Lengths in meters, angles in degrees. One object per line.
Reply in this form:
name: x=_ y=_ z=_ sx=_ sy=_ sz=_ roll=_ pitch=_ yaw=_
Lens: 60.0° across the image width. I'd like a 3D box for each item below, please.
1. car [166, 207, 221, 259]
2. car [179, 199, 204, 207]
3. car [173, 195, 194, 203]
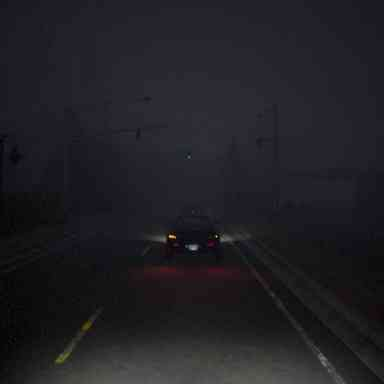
car: x=0.058 y=1.504 z=12.344 sx=1.812 sy=1.442 sz=4.674 roll=0 pitch=0 yaw=0
car: x=0.060 y=1.552 z=27.484 sx=1.895 sy=1.301 sz=4.718 roll=0 pitch=0 yaw=0
car: x=-1.523 y=1.394 z=62.634 sx=1.837 sy=1.490 sz=4.892 roll=-2 pitch=-1 yaw=37
